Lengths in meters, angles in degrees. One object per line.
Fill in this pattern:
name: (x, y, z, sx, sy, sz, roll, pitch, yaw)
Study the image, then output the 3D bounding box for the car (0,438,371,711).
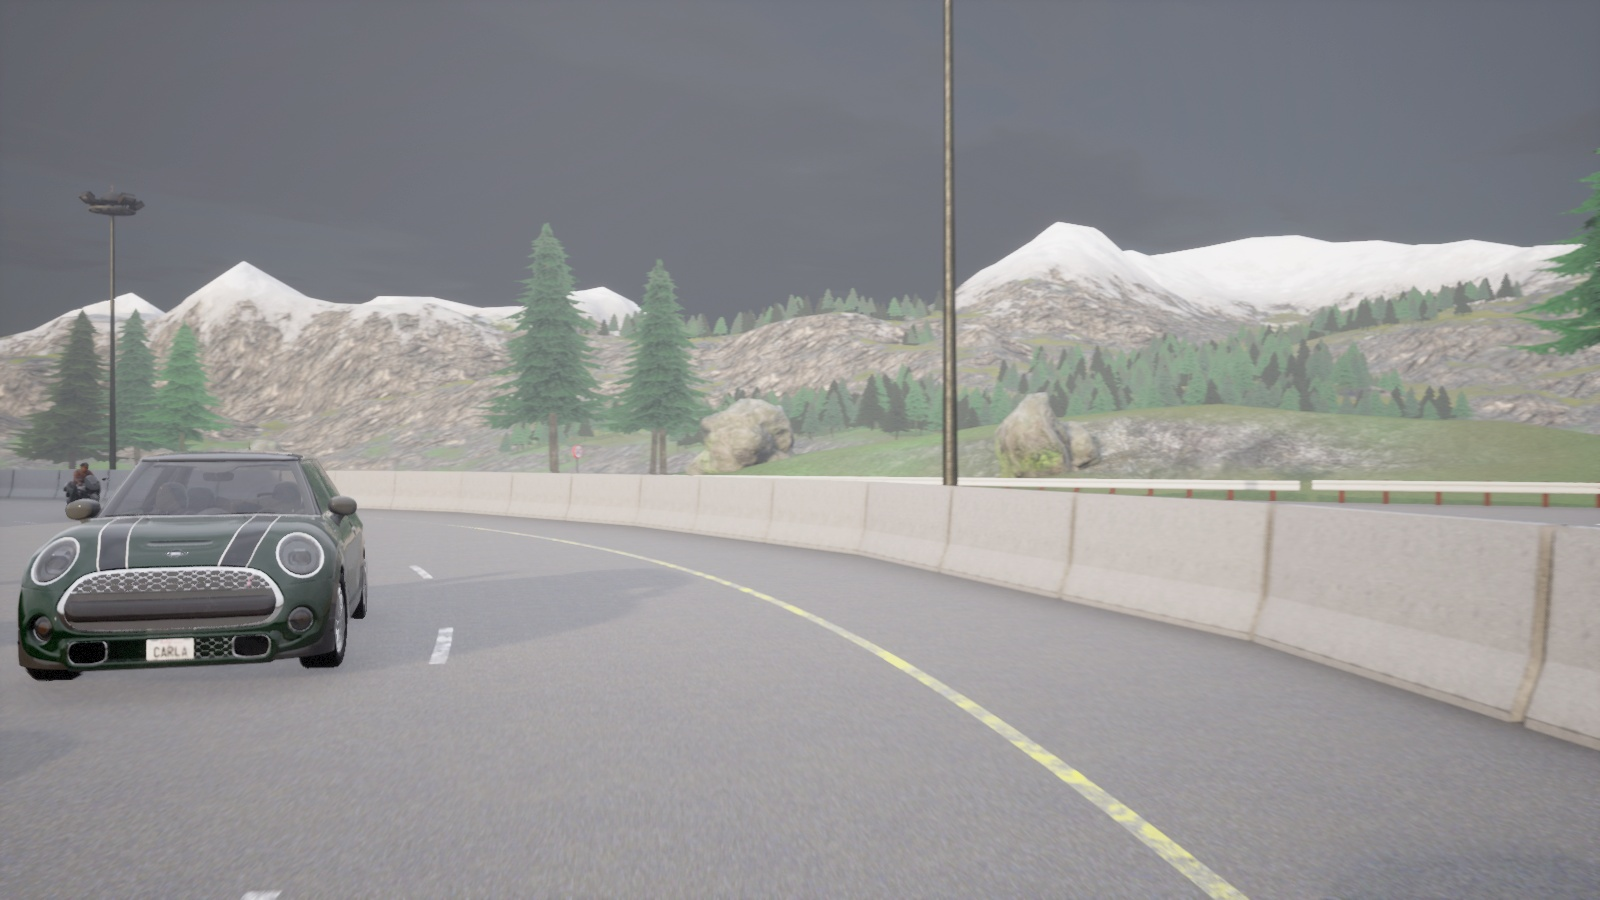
car: (-4.887, 0.831, 10.678, 2.097, 1.767, 4.553, -1, 0, -16)

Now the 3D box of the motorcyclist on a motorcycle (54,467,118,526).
motorcyclist on a motorcycle: (-19.388, 1.248, 34.083, 2.044, 1.523, 0.797, -1, 1, 39)
